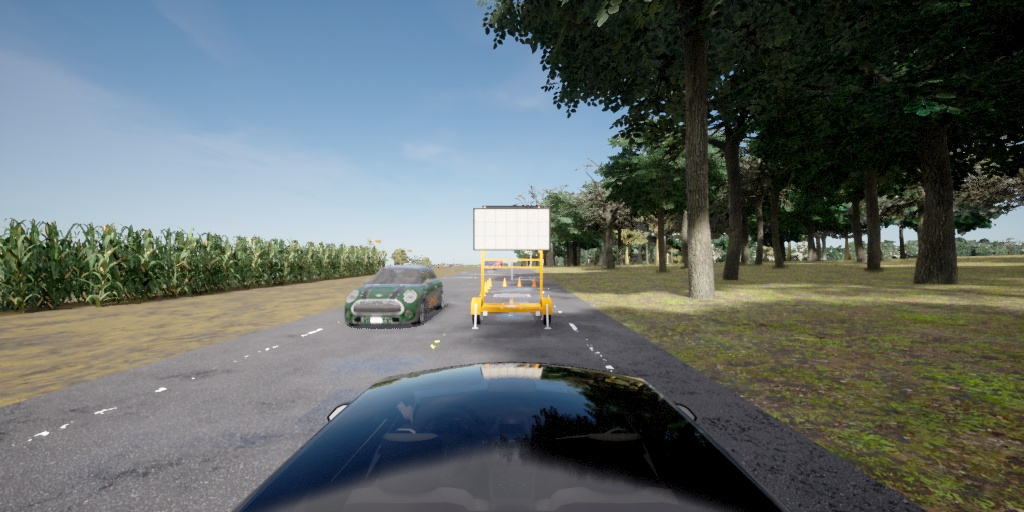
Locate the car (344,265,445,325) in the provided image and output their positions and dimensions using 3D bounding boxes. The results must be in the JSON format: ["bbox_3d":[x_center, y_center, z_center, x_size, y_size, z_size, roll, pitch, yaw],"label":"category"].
[{"bbox_3d":[-3.603,1.119,11.765,2.097,1.767,4.553,0,0,0],"label":"car"}]

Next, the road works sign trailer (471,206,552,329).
[{"bbox_3d":[-0.002,0.230,11.294,2.380,3.560,2.880,0,0,1],"label":"road works sign trailer"}]

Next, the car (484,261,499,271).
[{"bbox_3d":[-3.610,1.379,55.773,2.097,1.767,4.553,0,-1,0],"label":"car"}]
